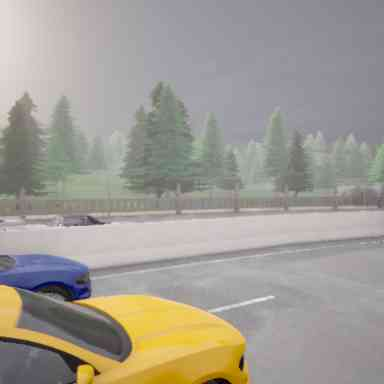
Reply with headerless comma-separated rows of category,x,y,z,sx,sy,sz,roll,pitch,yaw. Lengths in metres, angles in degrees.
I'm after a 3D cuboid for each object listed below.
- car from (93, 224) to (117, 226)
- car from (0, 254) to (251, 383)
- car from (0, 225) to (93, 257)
car,-5.070,1.536,13.049,4.718,1.301,1.895,0,0,-33
car,-1.748,1.465,2.384,5.008,1.535,1.882,0,0,-36
car,-4.086,1.453,5.018,5.008,1.535,1.882,0,0,-36
